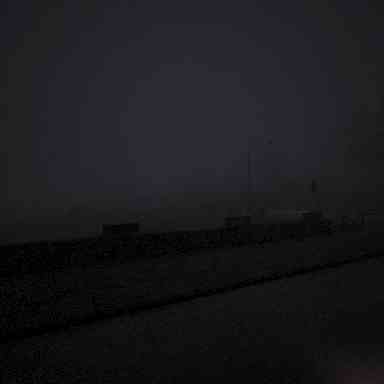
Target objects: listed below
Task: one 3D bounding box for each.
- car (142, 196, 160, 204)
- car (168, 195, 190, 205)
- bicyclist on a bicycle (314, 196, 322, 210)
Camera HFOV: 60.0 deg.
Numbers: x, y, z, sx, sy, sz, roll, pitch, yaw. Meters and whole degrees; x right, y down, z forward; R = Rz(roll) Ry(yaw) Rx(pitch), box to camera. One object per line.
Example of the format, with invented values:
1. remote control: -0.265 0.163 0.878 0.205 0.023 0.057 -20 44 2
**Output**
1. car: -8.183 1.478 65.443 1.882 1.535 5.008 0 0 -35
2. car: -2.311 1.352 57.291 2.097 1.767 4.553 0 0 -35
3. bicyclist on a bicycle: 15.178 1.349 40.088 1.656 1.620 0.582 0 0 -35
